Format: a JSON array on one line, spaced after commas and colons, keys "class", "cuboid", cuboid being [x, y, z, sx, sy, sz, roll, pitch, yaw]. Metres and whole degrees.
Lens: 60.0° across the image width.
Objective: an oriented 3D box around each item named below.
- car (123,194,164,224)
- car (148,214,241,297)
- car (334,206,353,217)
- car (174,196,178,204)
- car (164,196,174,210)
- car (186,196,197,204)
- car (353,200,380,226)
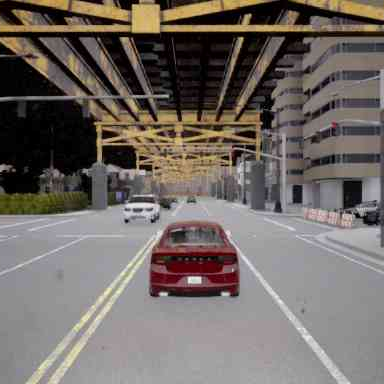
[{"class": "car", "cuboid": [-3.653, 1.200, 25.071, 2.150, 2.045, 5.566, 0, 0, 0]}, {"class": "car", "cuboid": [0.055, 1.468, 8.598, 1.882, 1.535, 5.008, 0, 0, 0]}, {"class": "car", "cuboid": [13.583, 1.233, 25.430, 4.536, 1.218, 1.853, 0, 0, 25]}, {"class": "car", "cuboid": [-3.630, 1.496, 62.693, 1.994, 1.385, 4.181, 0, 0, 0]}, {"class": "car", "cuboid": [-3.679, 1.430, 42.823, 1.882, 1.535, 5.008, 0, 0, -1]}, {"class": "car", "cuboid": [-0.129, 1.466, 63.273, 2.033, 1.411, 5.357, 0, 0, 0]}, {"class": "car", "cuboid": [13.218, 1.397, 21.292, 4.974, 1.542, 2.038, 0, 0, -20]}]
